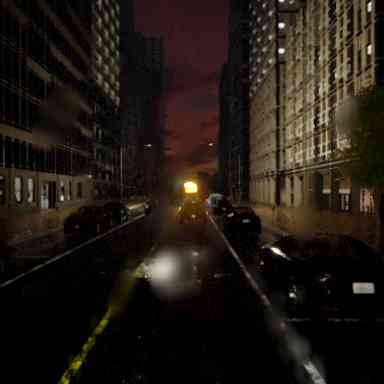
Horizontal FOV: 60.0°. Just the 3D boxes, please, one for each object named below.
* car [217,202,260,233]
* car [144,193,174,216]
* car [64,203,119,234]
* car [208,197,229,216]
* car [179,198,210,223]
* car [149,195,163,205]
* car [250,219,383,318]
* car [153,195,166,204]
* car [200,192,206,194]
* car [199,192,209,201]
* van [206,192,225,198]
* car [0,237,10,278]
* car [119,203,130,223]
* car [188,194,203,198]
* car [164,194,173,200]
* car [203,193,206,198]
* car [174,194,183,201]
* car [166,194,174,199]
[{"bbox_3d":[2.696,1.484,18.684,1.947,1.339,4.313,0,0,0],"label":"car"},{"bbox_3d":[-3.091,1.213,30.675,2.097,1.767,4.553,0,0,0],"label":"car"},{"bbox_3d":[-5.684,1.462,18.694,1.887,1.381,4.507,0,0,0],"label":"car"},{"bbox_3d":[2.699,1.430,30.068,1.947,1.339,4.313,0,0,0],"label":"car"},{"bbox_3d":[0.104,1.416,24.513,1.812,1.442,4.674,0,0,0],"label":"car"},{"bbox_3d":[-5.677,1.274,52.679,1.752,1.417,4.829,0,0,0],"label":"car"},{"bbox_3d":[2.693,1.534,7.300,1.947,1.339,4.313,0,0,0],"label":"car"},{"bbox_3d":[-5.675,1.268,58.543,2.008,1.369,4.403,0,0,0],"label":"car"},{"bbox_3d":[2.708,1.001,64.220,2.192,1.841,5.009,0,0,0],"label":"car"},{"bbox_3d":[2.710,0.937,75.605,2.192,1.841,5.009,0,0,0],"label":"car"},{"bbox_3d":[2.701,1.178,35.761,1.690,1.788,3.998,0,0,0],"label":"van"},{"bbox_3d":[-5.687,1.550,7.310,1.802,1.307,4.206,0,0,0],"label":"car"},{"bbox_3d":[-5.683,1.457,24.387,1.947,1.339,4.313,0,0,0],"label":"car"},{"bbox_3d":[0.108,1.315,41.423,1.837,1.490,4.892,0,1,0],"label":"car"},{"bbox_3d":[-5.670,1.139,81.312,2.008,1.369,4.403,0,0,0],"label":"car"},{"bbox_3d":[2.702,1.248,41.453,1.967,1.590,4.097,0,0,0],"label":"car"},{"bbox_3d":[-2.984,1.110,72.699,1.882,1.535,5.008,0,0,0],"label":"car"},{"bbox_3d":[-5.669,1.121,87.004,1.947,1.339,4.313,0,0,0],"label":"car"}]
